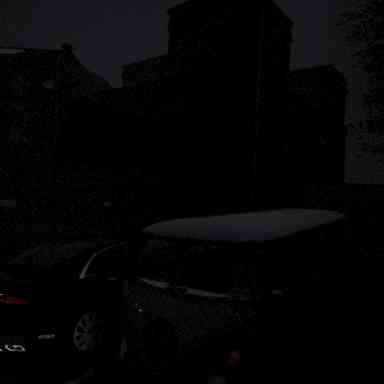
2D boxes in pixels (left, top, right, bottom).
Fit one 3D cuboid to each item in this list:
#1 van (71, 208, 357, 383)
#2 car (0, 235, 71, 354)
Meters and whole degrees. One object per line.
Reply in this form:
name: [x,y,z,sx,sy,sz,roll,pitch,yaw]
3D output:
van: [0.908,1.263,4.487,1.878,1.987,4.442,0,0,35]
car: [-1.317,1.482,6.203,2.231,1.521,4.892,1,1,35]
